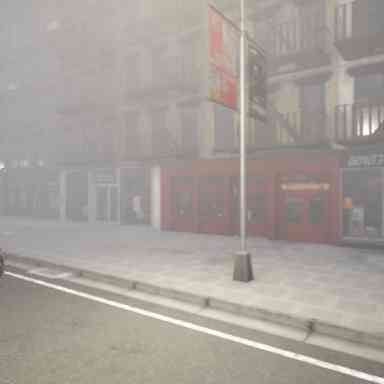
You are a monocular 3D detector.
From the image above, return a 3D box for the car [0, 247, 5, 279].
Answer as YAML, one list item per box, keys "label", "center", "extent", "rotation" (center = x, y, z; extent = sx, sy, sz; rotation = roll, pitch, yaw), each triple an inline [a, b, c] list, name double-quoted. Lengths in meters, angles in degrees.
- label: "car"
  center: [-6.422, 1.516, 8.249]
  extent: [4.674, 1.442, 1.812]
  rotation: [0, 0, 35]
